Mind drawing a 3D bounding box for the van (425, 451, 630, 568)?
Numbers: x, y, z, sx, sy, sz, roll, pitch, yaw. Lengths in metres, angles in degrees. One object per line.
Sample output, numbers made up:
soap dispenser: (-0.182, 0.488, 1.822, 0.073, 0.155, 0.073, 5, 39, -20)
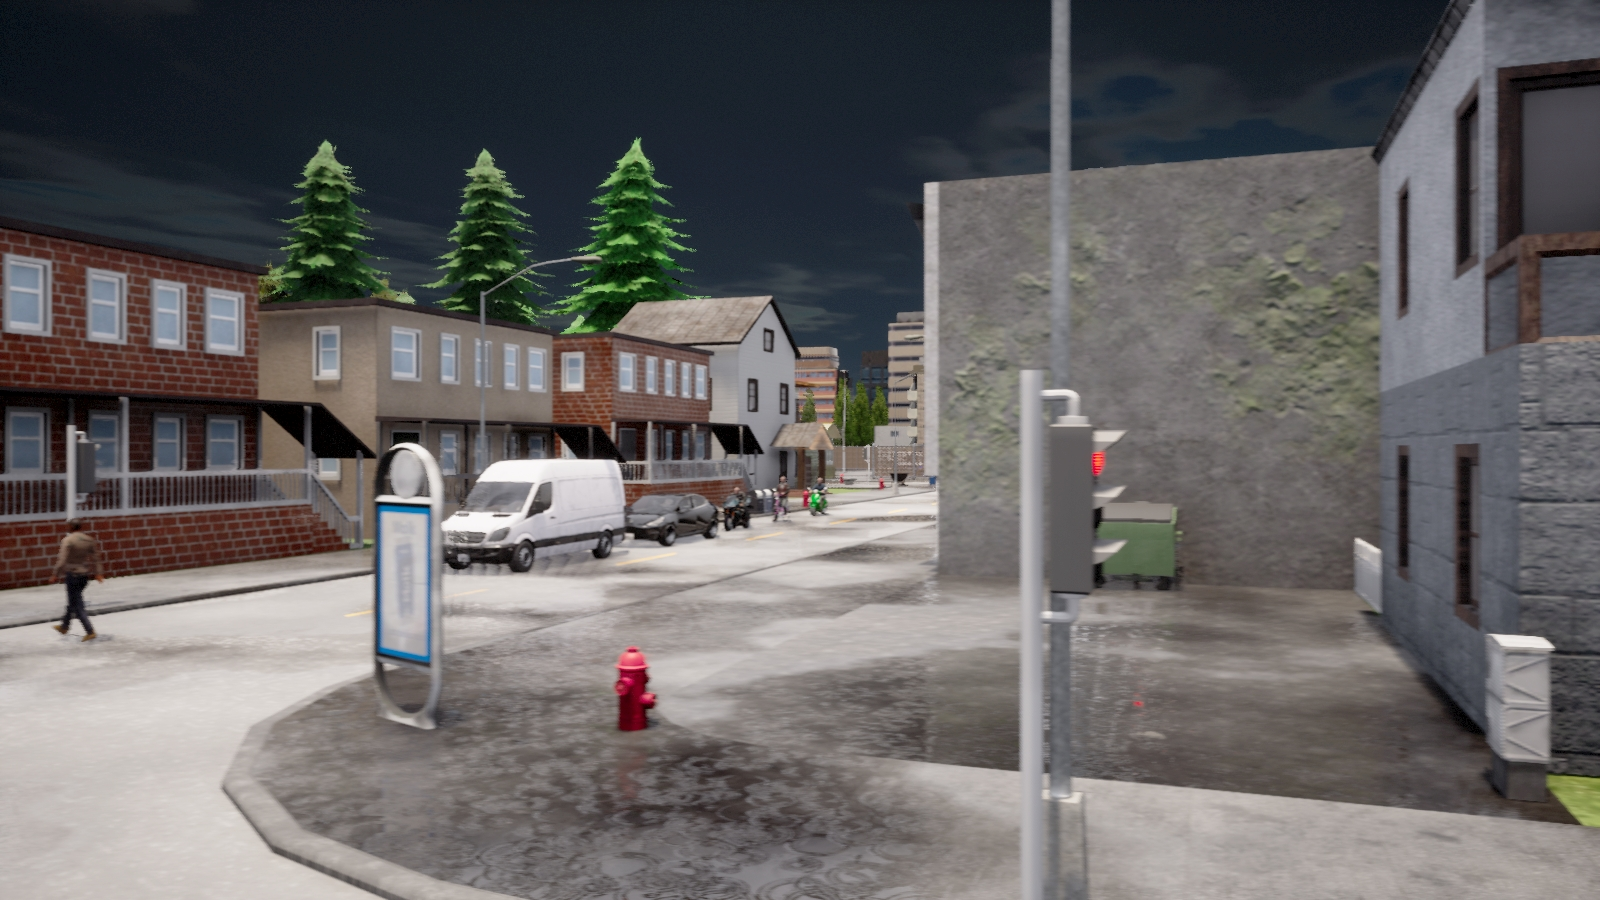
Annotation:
van: (-6.512, 1.314, 28.243, 1.988, 2.561, 5.915, 0, 0, 20)

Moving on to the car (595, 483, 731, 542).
car: (-4.076, 1.843, 34.922, 2.163, 1.488, 4.792, 0, 0, 20)

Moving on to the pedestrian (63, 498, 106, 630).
pedestrian: (-10.324, 1.629, 16.498, 0.375, 1.860, 0.375, 0, 0, 21)

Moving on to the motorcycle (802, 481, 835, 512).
motorcycle: (0.809, 1.962, 48.342, 0.856, 1.236, 1.805, 0, 0, 20)
